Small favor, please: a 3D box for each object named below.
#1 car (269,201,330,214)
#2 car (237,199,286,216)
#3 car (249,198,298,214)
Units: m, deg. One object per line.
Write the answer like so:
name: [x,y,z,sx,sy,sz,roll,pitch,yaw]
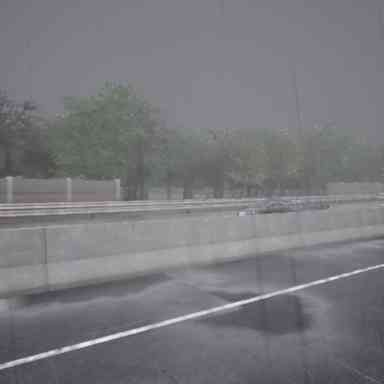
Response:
car: [7.453,1.500,22.000,4.181,1.385,1.994,0,0,-35]
car: [5.524,1.428,24.921,4.902,1.511,2.128,0,0,-35]
car: [8.578,1.428,34.635,5.357,1.411,2.033,-1,0,-37]
